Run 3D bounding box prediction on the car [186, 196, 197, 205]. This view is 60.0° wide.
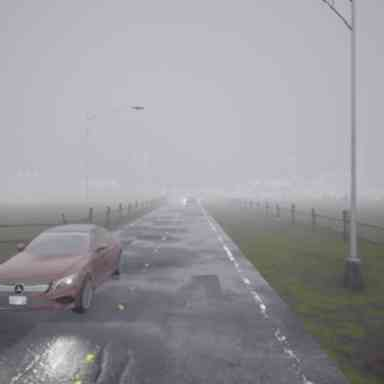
[{"bbox_3d":[-0.040,1.507,58.242,2.128,1.511,4.902,0,0,0],"label":"car"}]

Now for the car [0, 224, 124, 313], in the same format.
[{"bbox_3d":[-2.852,1.535,7.819,1.812,1.442,4.674,0,0,0],"label":"car"}]

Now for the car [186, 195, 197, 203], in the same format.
[{"bbox_3d":[-0.047,1.466,68.546,2.128,1.511,4.902,0,0,0],"label":"car"}]
